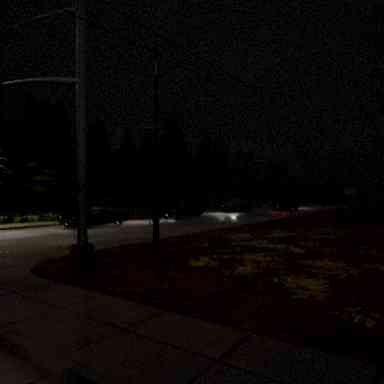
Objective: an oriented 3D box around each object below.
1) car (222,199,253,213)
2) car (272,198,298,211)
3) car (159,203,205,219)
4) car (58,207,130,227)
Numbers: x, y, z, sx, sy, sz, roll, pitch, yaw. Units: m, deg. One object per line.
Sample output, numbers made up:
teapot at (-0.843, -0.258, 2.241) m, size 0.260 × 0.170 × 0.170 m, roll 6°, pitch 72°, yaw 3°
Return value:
car at (5.292, 1.523, 38.587) m, size 1.882 × 1.535 × 5.008 m, roll 0°, pitch 0°, yaw 37°
car at (11.432, 1.506, 40.668) m, size 2.128 × 1.511 × 4.902 m, roll 0°, pitch 0°, yaw 37°
car at (-0.862, 1.670, 30.336) m, size 1.895 × 1.301 × 4.718 m, roll 0°, pitch 0°, yaw 37°
car at (-6.586, 1.692, 22.643) m, size 1.895 × 1.301 × 4.718 m, roll 0°, pitch 0°, yaw 37°
